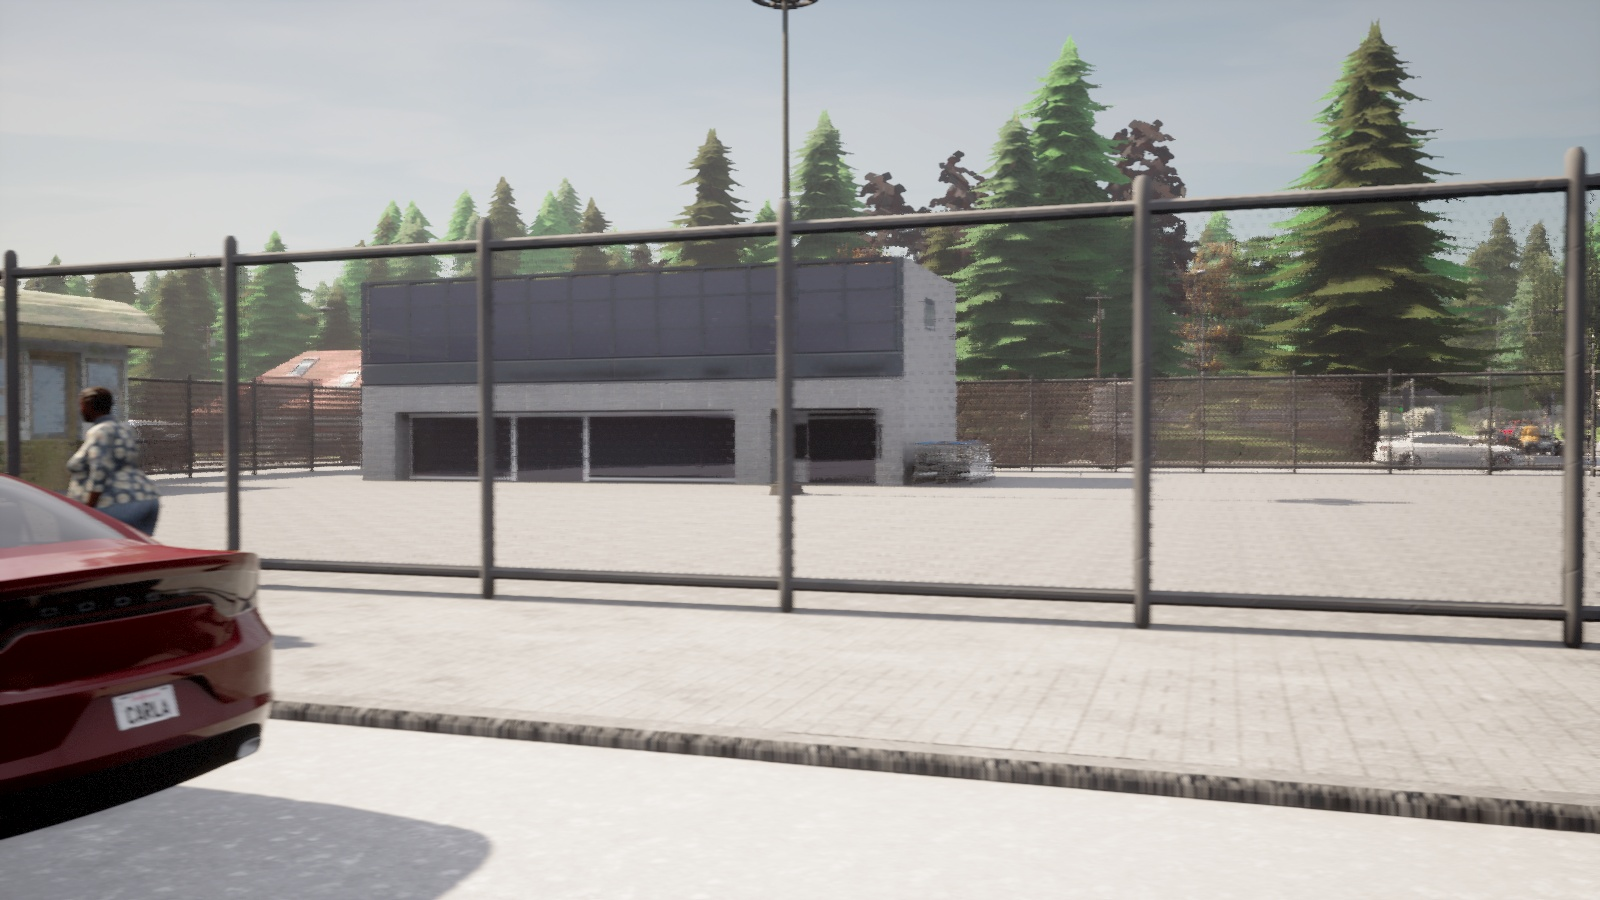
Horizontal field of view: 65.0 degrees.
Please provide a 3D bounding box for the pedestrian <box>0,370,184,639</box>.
[{"bbox_3d":[-5.155,0.370,9.119,0.900,1.855,0.874,0,1,3],"label":"pedestrian"}]

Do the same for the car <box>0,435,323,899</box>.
[{"bbox_3d":[-4.675,0.702,5.252,5.008,1.535,1.882,1,1,20],"label":"car"}]

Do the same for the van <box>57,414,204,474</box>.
[{"bbox_3d":[-23.971,-0.264,45.160,2.069,2.038,4.480,1,1,19],"label":"van"}]

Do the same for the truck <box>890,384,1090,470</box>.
[{"bbox_3d":[8.029,-0.975,53.035,7.936,3.462,2.891,1,1,19],"label":"truck"}]

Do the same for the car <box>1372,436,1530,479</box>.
[{"bbox_3d":[22.668,0.235,43.904,4.674,1.442,1.812,1,1,19],"label":"car"}]

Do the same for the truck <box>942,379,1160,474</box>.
[{"bbox_3d":[9.654,-0.890,48.267,7.936,3.462,2.891,0,1,19],"label":"truck"}]

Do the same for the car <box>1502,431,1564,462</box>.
[{"bbox_3d":[40.944,-0.214,70.282,2.033,1.649,4.856,1,1,19],"label":"car"}]

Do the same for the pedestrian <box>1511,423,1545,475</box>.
[{"bbox_3d":[26.377,-0.051,45.514,0.874,1.855,0.900,1,1,19],"label":"pedestrian"}]
